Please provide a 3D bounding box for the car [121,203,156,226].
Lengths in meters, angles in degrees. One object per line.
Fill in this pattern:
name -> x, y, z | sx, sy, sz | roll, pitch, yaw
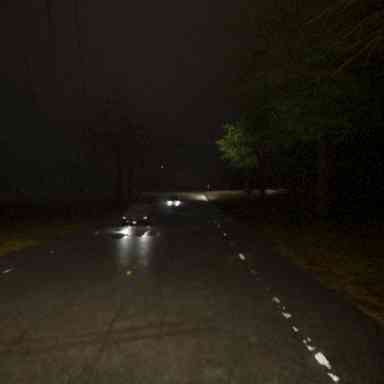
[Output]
car -> -3.600, 1.513, 23.453 | 2.033, 1.411, 5.357 | 0, 0, 0

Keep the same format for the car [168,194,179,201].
car -> -3.515, 1.060, 64.285 | 1.895, 1.301, 4.718 | 0, 1, 0
